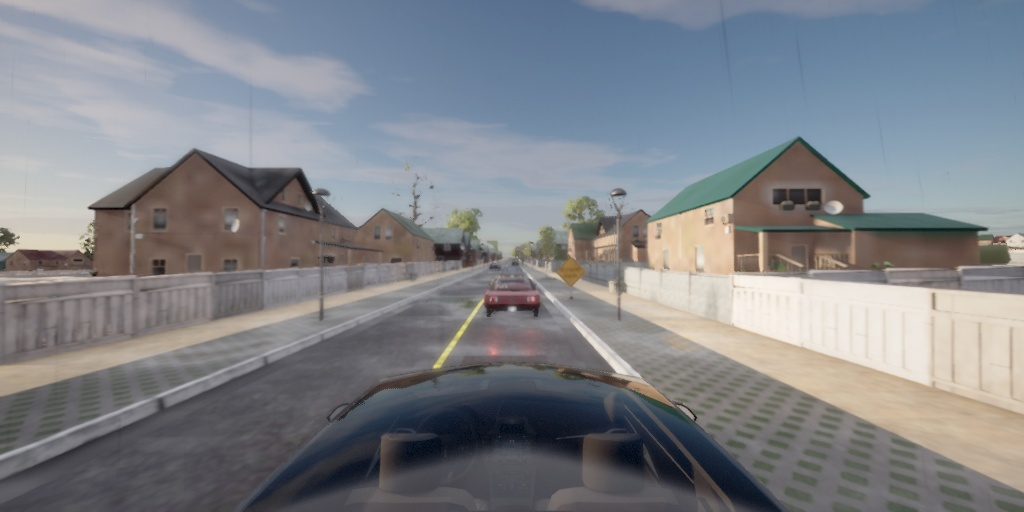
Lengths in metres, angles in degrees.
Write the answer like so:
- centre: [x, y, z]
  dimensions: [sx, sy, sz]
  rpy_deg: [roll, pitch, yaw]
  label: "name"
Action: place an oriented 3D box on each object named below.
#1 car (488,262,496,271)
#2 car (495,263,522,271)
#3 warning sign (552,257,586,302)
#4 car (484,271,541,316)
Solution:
- centre: [-2.826, 1.710, 58.762]
  dimensions: [1.895, 1.301, 4.718]
  rpy_deg: [0, 0, 1]
  label: "car"
- centre: [0.012, 1.466, 27.182]
  dimensions: [2.033, 1.411, 5.357]
  rpy_deg: [0, 0, 0]
  label: "car"
- centre: [2.514, 0.956, 15.180]
  dimensions: [1.300, 1.860, 1.060]
  rpy_deg: [0, 0, 0]
  label: "warning sign"
- centre: [0.031, 1.431, 13.717]
  dimensions: [1.895, 1.301, 4.718]
  rpy_deg: [0, 0, 1]
  label: "car"
